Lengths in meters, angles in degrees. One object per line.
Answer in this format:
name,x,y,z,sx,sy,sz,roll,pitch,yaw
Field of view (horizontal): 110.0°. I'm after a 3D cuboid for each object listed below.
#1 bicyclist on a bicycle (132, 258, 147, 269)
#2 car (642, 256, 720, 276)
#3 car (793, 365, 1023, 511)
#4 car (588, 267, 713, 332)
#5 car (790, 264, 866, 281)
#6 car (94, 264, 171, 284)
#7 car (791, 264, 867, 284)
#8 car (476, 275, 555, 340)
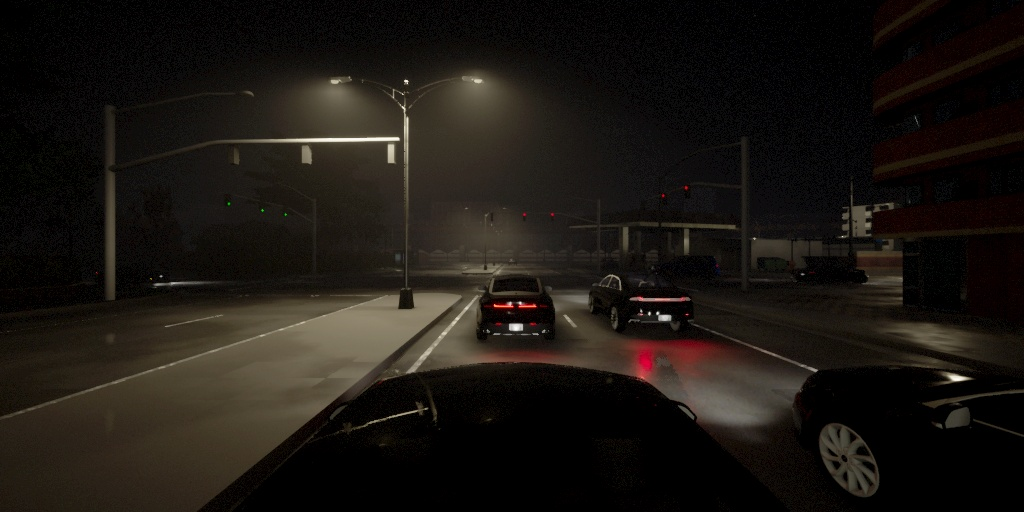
bicyclist on a bicycle,-38.211,1.052,36.732,0.582,1.620,1.656,0,0,0
car,14.178,0.973,29.796,5.566,2.045,2.150,0,0,-1
car,3.600,1.255,1.430,1.837,1.490,4.892,0,0,0
car,3.607,1.241,10.838,2.128,1.511,4.902,0,0,0
car,26.276,1.350,29.961,4.718,1.301,1.895,0,0,-1
car,-27.749,1.313,26.308,4.181,1.385,1.994,0,0,0
car,23.235,1.313,26.221,4.181,1.385,1.994,0,0,-1
car,0.100,1.255,9.984,1.837,1.490,4.892,0,0,0
